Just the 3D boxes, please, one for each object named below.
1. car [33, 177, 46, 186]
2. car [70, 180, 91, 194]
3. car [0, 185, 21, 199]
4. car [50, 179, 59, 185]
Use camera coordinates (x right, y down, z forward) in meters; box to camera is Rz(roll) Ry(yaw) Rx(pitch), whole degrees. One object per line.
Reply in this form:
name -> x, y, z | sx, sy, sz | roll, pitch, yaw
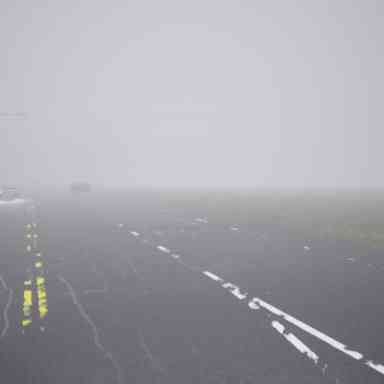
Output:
car -> -34.370, -2.095, 74.364 | 1.994, 1.385, 4.181 | -3, 4, -22
car -> -13.185, -0.609, 39.122 | 1.882, 1.535, 5.008 | -4, 4, -26
car -> -19.542, -0.049, 35.857 | 1.895, 1.301, 4.718 | -4, 4, -26
car -> -32.949, -2.450, 79.700 | 1.895, 1.301, 4.718 | -4, 4, -26
